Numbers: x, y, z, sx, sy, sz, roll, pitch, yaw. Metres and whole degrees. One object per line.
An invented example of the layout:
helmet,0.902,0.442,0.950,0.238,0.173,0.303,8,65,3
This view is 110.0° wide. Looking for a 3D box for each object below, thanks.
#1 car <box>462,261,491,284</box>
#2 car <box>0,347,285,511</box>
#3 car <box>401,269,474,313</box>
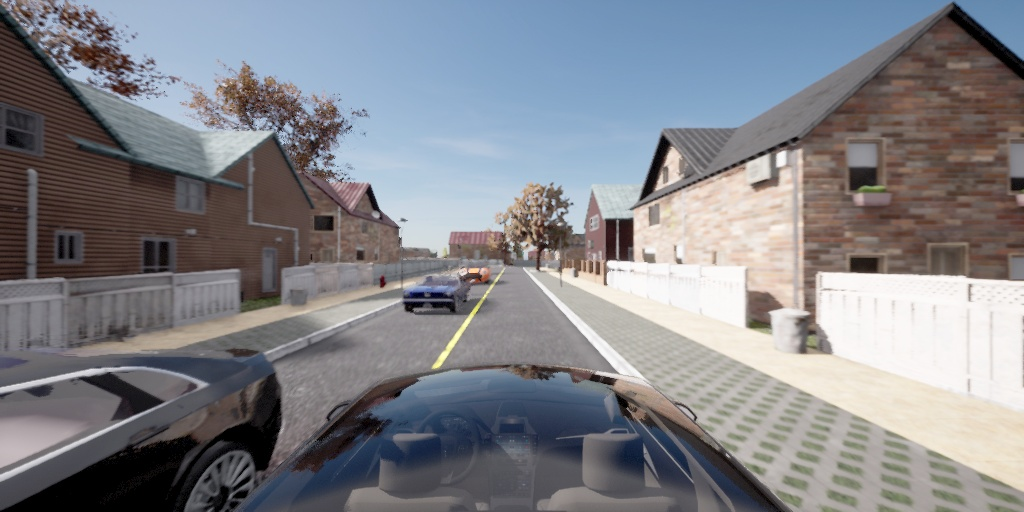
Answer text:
car,-2.728,1.164,27.638,2.097,1.767,4.553,0,0,0
car,-2.849,1.237,1.021,2.128,1.511,4.902,0,0,0
car,-2.825,1.375,14.231,1.895,1.301,4.718,0,0,0
